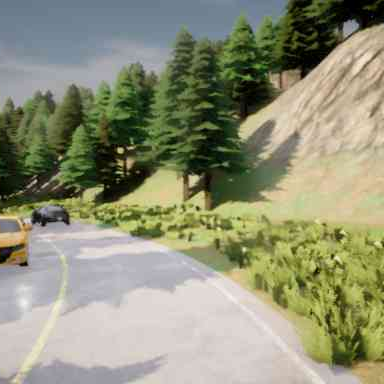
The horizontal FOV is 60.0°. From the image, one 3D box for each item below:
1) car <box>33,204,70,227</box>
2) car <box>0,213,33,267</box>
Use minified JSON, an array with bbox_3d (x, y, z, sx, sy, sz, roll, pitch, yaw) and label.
[{"bbox_3d":[-10.228,1.622,24.058,1.812,1.442,4.674,-1,0,-37],"label":"car"},{"bbox_3d":[-6.561,1.544,11.322,1.882,1.535,5.008,-1,0,-25],"label":"car"}]
